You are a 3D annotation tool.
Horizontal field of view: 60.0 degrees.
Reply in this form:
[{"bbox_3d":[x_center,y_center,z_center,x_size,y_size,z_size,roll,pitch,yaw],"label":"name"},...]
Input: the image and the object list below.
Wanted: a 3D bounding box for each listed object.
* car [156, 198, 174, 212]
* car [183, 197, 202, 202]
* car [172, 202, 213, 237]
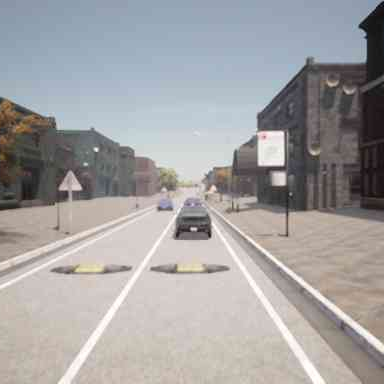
[{"bbox_3d":[-3.107,1.490,39.223,1.812,1.442,4.674,0,0,0],"label":"car"},{"bbox_3d":[0.079,1.322,37.098,2.097,1.767,4.553,0,0,0],"label":"car"},{"bbox_3d":[0.084,1.502,18.070,1.837,1.490,4.892,0,0,0],"label":"car"}]
